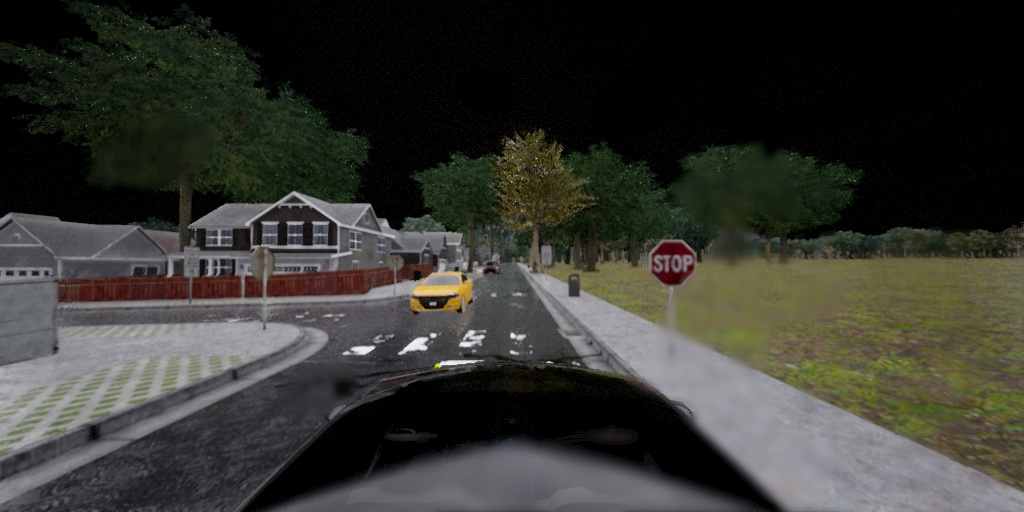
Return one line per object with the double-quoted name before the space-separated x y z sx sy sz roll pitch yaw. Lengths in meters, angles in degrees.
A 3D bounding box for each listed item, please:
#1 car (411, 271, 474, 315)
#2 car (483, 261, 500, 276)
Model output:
"car" -2.722 1.402 14.873 1.882 1.535 5.008 -2 -1 0
"car" -2.588 1.531 46.027 2.097 1.767 4.553 0 -1 0
